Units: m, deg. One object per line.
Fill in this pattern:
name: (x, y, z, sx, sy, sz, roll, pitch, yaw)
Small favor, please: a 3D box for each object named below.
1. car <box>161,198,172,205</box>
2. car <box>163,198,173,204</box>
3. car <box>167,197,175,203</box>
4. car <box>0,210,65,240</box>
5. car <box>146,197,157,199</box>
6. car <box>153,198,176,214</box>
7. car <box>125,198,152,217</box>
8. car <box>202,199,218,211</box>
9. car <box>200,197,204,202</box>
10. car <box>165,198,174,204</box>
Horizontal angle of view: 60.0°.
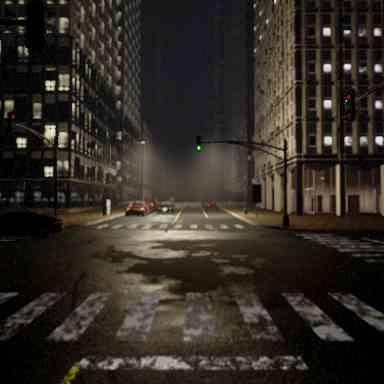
car: (-5.635, 2.079, 73.623, 1.887, 1.381, 4.507, 1, 0, 0)
car: (-5.632, 2.126, 79.198, 2.008, 1.369, 4.403, 1, 0, 0)
car: (-5.625, 2.208, 90.348, 2.008, 1.369, 4.403, 1, 0, 0)
car: (-8.951, 1.673, 16.846, 4.674, 1.442, 1.812, 0, 1, -21)
car: (-5.647, 1.647, 45.750, 2.192, 1.841, 5.009, 1, 0, 0)
car: (-2.979, 1.776, 38.852, 2.128, 1.511, 4.902, 0, 0, 0)
car: (-5.655, 1.691, 34.599, 1.967, 1.590, 4.097, 1, 0, 0)
car: (2.728, 1.914, 45.805, 1.802, 1.307, 4.206, 1, 0, 0)
car: (2.736, 1.940, 57.131, 1.752, 1.417, 4.829, 1, 0, 0)
car: (-5.629, 2.161, 84.773, 1.887, 1.381, 4.507, 1, 0, 0)
